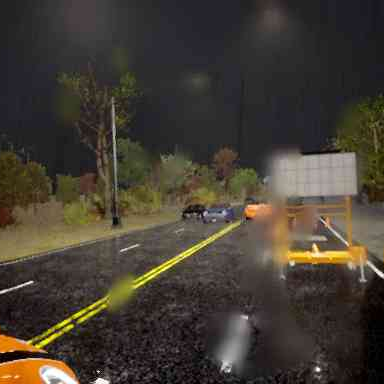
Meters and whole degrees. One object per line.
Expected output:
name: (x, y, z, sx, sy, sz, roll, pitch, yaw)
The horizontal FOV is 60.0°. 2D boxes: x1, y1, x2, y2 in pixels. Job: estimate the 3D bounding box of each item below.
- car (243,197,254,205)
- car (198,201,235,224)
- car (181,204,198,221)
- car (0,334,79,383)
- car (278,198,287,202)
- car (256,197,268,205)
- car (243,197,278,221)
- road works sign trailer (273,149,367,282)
car: (12.358, 1.924, 72.308, 1.812, 1.442, 4.674, -2, -1, 17)
car: (2.377, 1.708, 28.607, 2.097, 1.767, 4.553, -2, -1, 17)
car: (0.340, 1.988, 33.109, 1.837, 1.490, 4.892, -2, -1, 17)
car: (-2.568, 1.348, 1.168, 2.097, 1.767, 4.553, 0, 0, 32)
car: (22.571, 1.327, 83.366, 2.150, 2.045, 5.566, -2, -1, 17)
car: (14.358, 1.837, 67.763, 1.994, 1.385, 4.181, -2, -1, 17)
car: (5.699, 1.488, 27.631, 2.097, 1.767, 4.553, -2, -5, 16)
road works sign trailer: (3.788, 0.559, 10.220, 2.380, 3.560, 2.880, -2, -1, 17)
